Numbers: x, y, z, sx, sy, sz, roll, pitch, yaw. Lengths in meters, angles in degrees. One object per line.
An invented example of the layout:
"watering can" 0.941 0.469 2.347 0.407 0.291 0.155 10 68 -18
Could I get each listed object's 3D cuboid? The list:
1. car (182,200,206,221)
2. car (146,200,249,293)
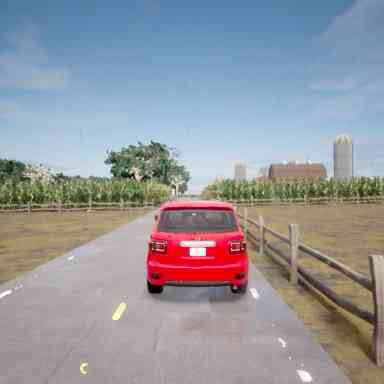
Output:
"car" 0.161 1.483 28.126 1.837 1.490 4.892 0 0 0
"car" 0.117 1.220 8.959 2.150 2.045 5.566 0 0 0
